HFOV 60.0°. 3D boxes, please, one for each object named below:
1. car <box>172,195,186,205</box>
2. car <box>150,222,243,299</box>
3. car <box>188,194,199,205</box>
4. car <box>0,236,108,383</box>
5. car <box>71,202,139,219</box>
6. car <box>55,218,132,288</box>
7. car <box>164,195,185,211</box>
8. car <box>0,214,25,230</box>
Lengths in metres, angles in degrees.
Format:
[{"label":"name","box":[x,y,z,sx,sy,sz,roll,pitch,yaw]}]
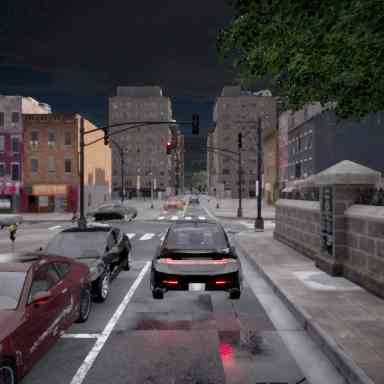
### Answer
[{"label":"car","box":[-2.220,1.341,57.799,2.097,1.767,4.553,0,0,0]},{"label":"car","box":[0.095,1.492,8.406,2.128,1.511,4.902,0,0,0]},{"label":"car","box":[0.360,1.514,60.437,1.812,1.442,4.674,0,0,0]},{"label":"car","box":[-2.631,1.582,4.565,1.802,1.307,4.206,0,0,0]},{"label":"car","box":[-6.404,1.546,24.738,4.902,1.511,2.128,-1,1,-33]},{"label":"car","box":[-2.627,1.566,8.228,1.947,1.339,4.313,0,0,0]},{"label":"car","box":[-2.240,1.346,40.371,2.097,1.767,4.553,0,0,0]},{"label":"car","box":[-13.309,1.730,21.142,4.718,1.301,1.895,-1,0,0]}]
